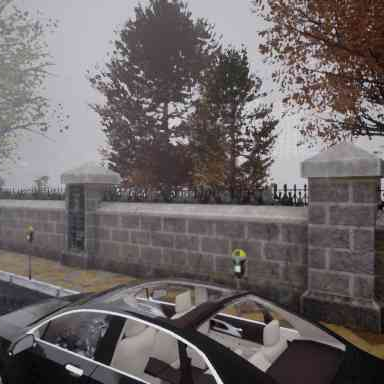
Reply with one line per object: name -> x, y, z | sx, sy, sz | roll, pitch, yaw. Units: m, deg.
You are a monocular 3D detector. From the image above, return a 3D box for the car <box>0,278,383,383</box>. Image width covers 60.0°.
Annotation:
car -> -0.421, 1.551, 3.177 | 4.403, 1.369, 2.008 | 0, 0, 35
